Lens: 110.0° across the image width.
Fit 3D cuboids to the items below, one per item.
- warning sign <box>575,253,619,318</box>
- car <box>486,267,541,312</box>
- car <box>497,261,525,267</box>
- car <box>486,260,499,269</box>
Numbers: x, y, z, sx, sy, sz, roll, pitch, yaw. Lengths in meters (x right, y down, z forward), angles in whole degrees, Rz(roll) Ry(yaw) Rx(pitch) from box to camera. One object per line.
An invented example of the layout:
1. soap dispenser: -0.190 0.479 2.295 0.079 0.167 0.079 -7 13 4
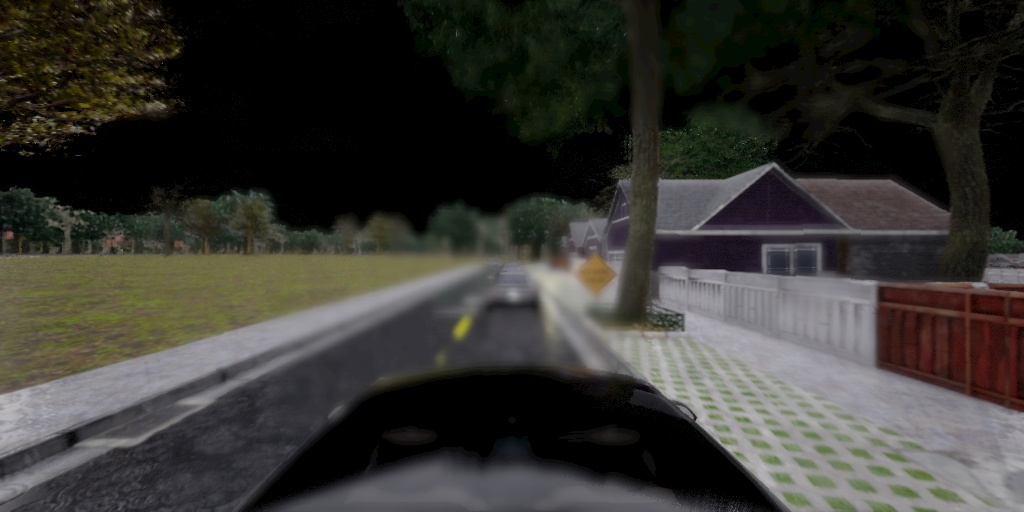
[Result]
1. warning sign: 2.518 0.855 10.637 1.300 1.860 1.060 0 0 0
2. car: 0.073 1.295 14.182 1.994 1.385 4.181 0 0 0
3. car: 0.074 1.250 29.243 1.994 1.385 4.181 0 0 0
4. car: -2.757 1.194 53.229 1.895 1.301 4.718 0 0 2
